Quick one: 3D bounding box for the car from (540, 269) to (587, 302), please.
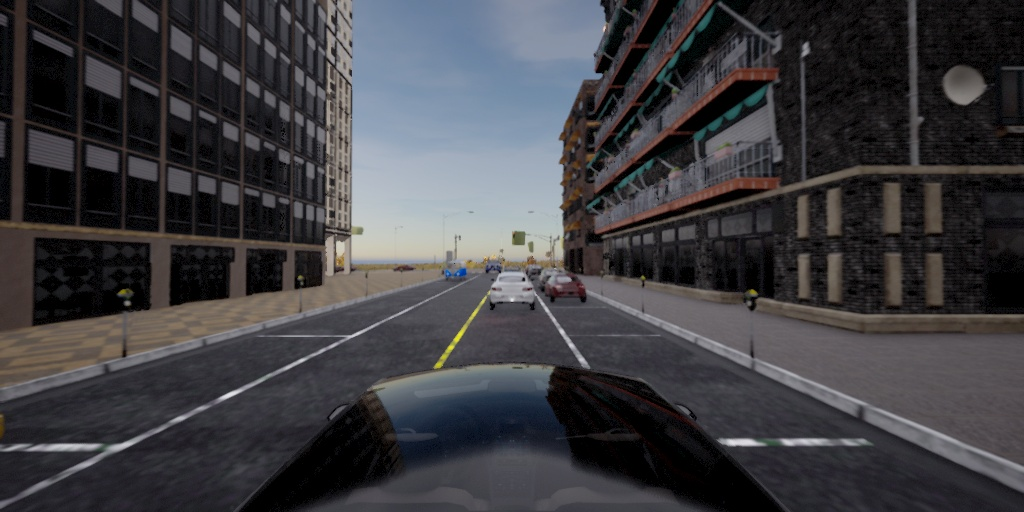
[{"bbox_3d":[2.566,1.496,17.690,1.802,1.307,4.207,0,0,0],"label":"car"}]

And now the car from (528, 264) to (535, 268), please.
[{"bbox_3d":[2.663,1.689,39.794,2.007,1.370,4.403,0,0,0],"label":"car"}]

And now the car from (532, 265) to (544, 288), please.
[{"bbox_3d":[2.566,1.521,23.217,2.007,1.370,4.403,0,0,0],"label":"car"}]

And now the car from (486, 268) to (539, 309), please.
[{"bbox_3d":[0.025,1.419,15.750,1.812,1.442,4.674,0,0,0],"label":"car"}]

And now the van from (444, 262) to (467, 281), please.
[{"bbox_3d":[-5.346,1.424,34.320,1.690,1.789,3.998,0,0,0],"label":"van"}]

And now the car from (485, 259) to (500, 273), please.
[{"bbox_3d":[-2.758,1.502,53.281,2.150,2.045,5.566,0,-1,0],"label":"car"}]

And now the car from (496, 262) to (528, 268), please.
[{"bbox_3d":[0.022,1.536,30.358,2.128,1.511,4.902,0,0,0],"label":"car"}]

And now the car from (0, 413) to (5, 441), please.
[{"bbox_3d":[-5.315,1.269,0.955,1.751,1.417,4.829,0,0,0],"label":"car"}]
